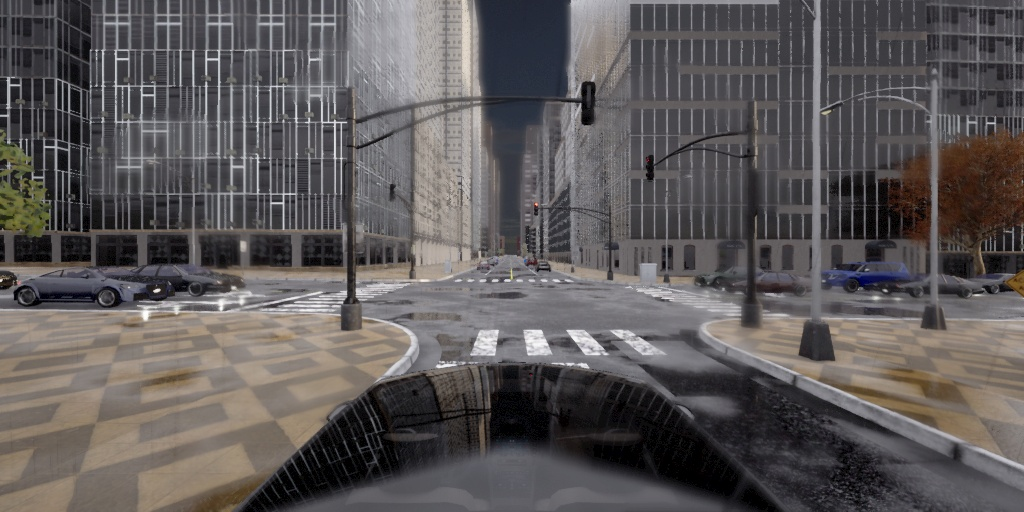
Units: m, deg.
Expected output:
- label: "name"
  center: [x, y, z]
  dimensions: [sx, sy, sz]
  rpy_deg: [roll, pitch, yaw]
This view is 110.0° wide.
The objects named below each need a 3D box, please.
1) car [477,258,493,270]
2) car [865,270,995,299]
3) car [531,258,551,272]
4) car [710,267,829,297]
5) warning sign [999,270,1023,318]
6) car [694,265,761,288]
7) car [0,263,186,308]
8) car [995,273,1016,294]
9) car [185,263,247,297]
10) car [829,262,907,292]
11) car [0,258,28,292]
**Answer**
- label: "car"
  center: [-4.043, 1.342, 51.180]
  dimensions: [1.802, 1.307, 4.207]
  rpy_deg: [0, 0, 0]
- label: "car"
  center: [25.181, 1.775, 21.721]
  dimensions: [5.357, 1.411, 2.033]
  rpy_deg: [1, 0, -3]
- label: "car"
  center: [3.912, 1.329, 45.690]
  dimensions: [1.948, 1.339, 4.313]
  rpy_deg: [0, 0, 0]
- label: "car"
  center: [15.122, 1.595, 21.250]
  dimensions: [5.357, 1.411, 2.033]
  rpy_deg: [1, 0, -3]
- label: "warning sign"
  center: [17.271, 1.204, 11.892]
  dimensions: [1.060, 1.860, 1.300]
  rpy_deg: [0, 0, -3]
- label: "car"
  center: [14.990, 1.396, 24.498]
  dimensions: [4.553, 1.767, 2.097]
  rpy_deg: [1, 0, -3]
- label: "car"
  center: [-15.083, 1.063, 13.133]
  dimensions: [4.181, 1.385, 1.994]
  rpy_deg: [1, 0, -3]
- label: "car"
  center: [34.560, 1.942, 25.409]
  dimensions: [5.357, 1.411, 2.033]
  rpy_deg: [1, 0, -3]
- label: "car"
  center: [-15.357, 1.040, 16.408]
  dimensions: [5.357, 1.411, 2.033]
  rpy_deg: [1, 0, 0]
- label: "car"
  center: [24.333, 1.433, 24.933]
  dimensions: [5.566, 2.045, 2.150]
  rpy_deg: [1, 0, -3]
- label: "car"
  center: [-25.279, 0.816, 15.914]
  dimensions: [4.892, 1.490, 1.837]
  rpy_deg: [1, 0, -3]
